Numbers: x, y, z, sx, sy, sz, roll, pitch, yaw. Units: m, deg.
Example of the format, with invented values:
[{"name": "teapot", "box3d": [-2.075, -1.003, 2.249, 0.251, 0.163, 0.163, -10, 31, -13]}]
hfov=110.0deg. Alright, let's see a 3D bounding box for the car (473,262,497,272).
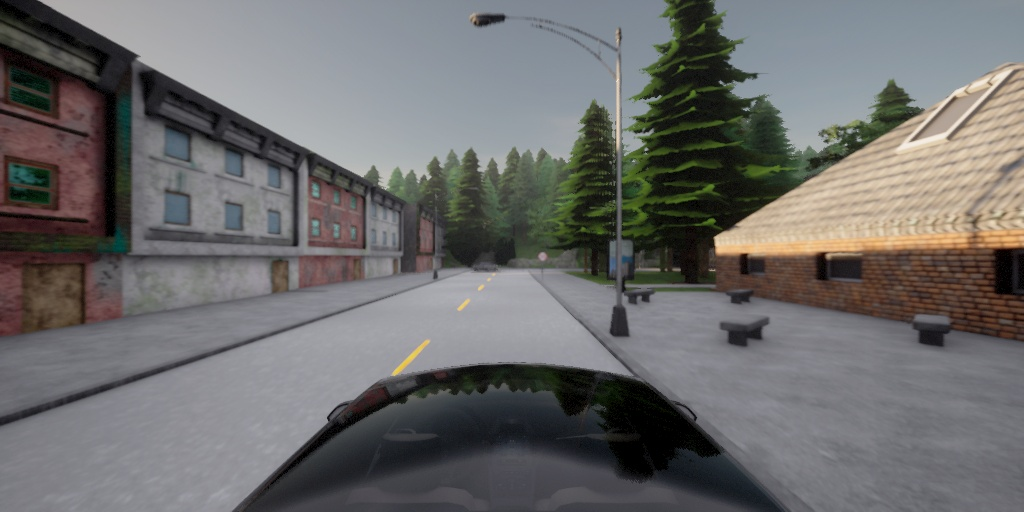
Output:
[{"name": "car", "box3d": [-3.745, 1.455, 49.565, 1.895, 1.301, 4.718, 0, 0, 18]}]
